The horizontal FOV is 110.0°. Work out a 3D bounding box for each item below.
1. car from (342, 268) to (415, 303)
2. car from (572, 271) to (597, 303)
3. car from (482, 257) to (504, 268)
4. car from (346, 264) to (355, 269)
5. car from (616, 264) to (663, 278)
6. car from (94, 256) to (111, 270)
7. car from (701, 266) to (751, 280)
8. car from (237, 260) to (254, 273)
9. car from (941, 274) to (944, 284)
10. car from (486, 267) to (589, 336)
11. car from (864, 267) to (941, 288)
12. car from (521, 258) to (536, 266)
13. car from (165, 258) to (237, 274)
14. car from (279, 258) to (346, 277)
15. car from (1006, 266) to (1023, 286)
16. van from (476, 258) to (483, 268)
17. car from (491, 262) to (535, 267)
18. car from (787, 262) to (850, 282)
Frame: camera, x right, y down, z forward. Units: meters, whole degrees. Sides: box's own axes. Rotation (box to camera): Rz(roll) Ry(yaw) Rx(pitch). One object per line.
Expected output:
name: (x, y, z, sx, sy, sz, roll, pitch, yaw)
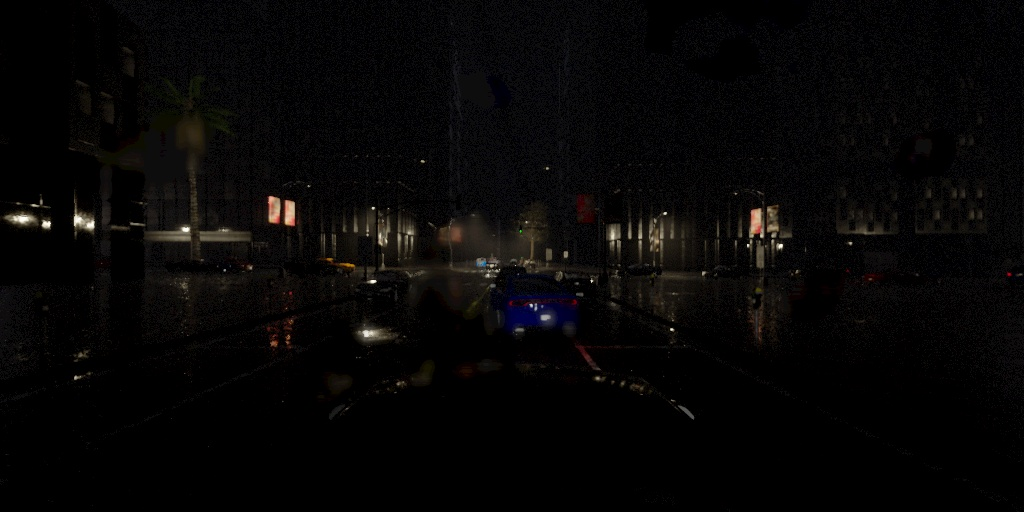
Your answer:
car: (-5.770, 1.337, 16.668, 2.007, 1.370, 4.403, 0, 0, 0)
car: (2.755, 1.337, 16.669, 2.007, 1.370, 4.403, 0, 0, 0)
car: (-2.935, 1.384, 56.036, 2.128, 1.511, 4.902, 0, 0, 2)
car: (-18.101, 1.015, 35.443, 5.008, 1.535, 1.882, 1, 0, 0)
car: (13.726, 1.617, 38.786, 4.902, 1.511, 2.128, 1, 0, -1)
car: (-39.686, 0.690, 35.516, 4.674, 1.442, 1.812, 1, 0, 0)
car: (23.145, 1.793, 38.775, 4.902, 1.511, 2.128, 1, 0, 0)
car: (-28.168, 0.886, 35.469, 4.674, 1.442, 1.812, 1, 0, 0)
car: (43.364, 2.038, 38.675, 4.553, 1.767, 2.097, 1, 0, 1)
car: (0.430, 1.249, 10.596, 1.882, 1.535, 5.008, 0, 0, -8)
car: (34.513, 1.965, 32.046, 5.008, 1.535, 1.882, 1, 0, 0)
car: (2.923, 1.450, 58.852, 2.007, 1.370, 4.403, 0, 0, 0)
car: (-27.998, 0.950, 32.214, 4.718, 1.301, 1.895, 1, 0, 0)
car: (-18.101, 1.000, 32.199, 5.008, 1.535, 1.882, 1, 0, 1)
car: (52.411, 2.065, 35.247, 5.566, 2.045, 2.150, 1, 0, 0)
van: (-5.554, 1.257, 64.436, 1.690, 1.789, 3.998, 0, 0, 0)
car: (0.086, 1.300, 19.449, 1.837, 1.490, 4.892, 0, 0, 1)
car: (33.068, 1.711, 38.738, 5.566, 2.045, 2.150, 1, 0, 0)
